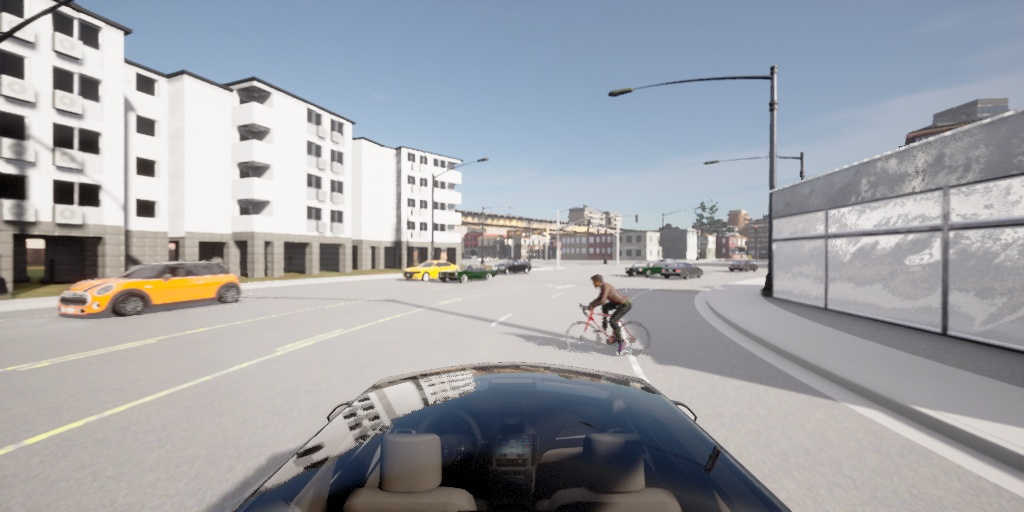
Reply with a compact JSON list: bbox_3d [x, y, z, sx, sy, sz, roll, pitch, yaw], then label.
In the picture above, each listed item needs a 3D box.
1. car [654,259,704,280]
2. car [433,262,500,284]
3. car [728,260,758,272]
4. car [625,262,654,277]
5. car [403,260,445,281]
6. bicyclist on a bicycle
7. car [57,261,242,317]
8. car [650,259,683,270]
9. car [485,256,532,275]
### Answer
[{"bbox_3d":[14.576,1.226,30.669,5.357,1.411,2.033,0,0,-44],"label":"car"},{"bbox_3d":[-3.181,1.261,25.935,1.895,1.301,4.718,0,0,32],"label":"car"},{"bbox_3d":[27.808,1.204,43.122,5.357,1.411,2.033,0,0,-41],"label":"car"},{"bbox_3d":[12.559,1.256,33.563,4.718,1.301,1.895,0,0,-44],"label":"car"},{"bbox_3d":[-6.140,1.100,27.801,1.882,1.535,5.008,0,0,32],"label":"car"},{"bbox_3d":[1.874,1.184,7.125,1.656,1.620,0.582,-2,0,11],"label":"bicyclist on a bicycle"},{"bbox_3d":[-12.341,0.991,12.645,2.097,1.767,4.553,0,0,15],"label":"car"},{"bbox_3d":[21.289,1.116,49.614,1.812,1.442,4.674,0,0,-12],"label":"car"},{"bbox_3d":[-0.023,1.076,35.725,2.128,1.511,4.902,1,1,42],"label":"car"}]
